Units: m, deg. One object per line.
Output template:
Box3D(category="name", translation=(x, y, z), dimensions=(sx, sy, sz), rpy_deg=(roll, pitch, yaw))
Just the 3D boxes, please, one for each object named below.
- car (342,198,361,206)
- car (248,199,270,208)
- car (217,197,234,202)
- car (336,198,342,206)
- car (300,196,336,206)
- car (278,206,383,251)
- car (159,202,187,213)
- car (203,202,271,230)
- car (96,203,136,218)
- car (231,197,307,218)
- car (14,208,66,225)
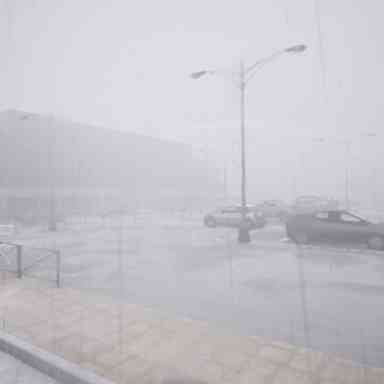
Box3D(category="car", translation=(25.670, 1.697, 54.661), dimensions=(3.633, 1.501, 1.845), rpy_deg=(-1, -1, 35))
Box3D(category="car", translation=(11.982, 1.975, 59.181), dimensions=(2.128, 1.511, 4.902), rpy_deg=(-1, -1, 35))
Box3D(category="car", translation=(5.837, 1.705, 50.488), dimensions=(2.150, 2.045, 5.566), rpy_deg=(-1, -1, 35))
Box3D(category="car", translation=(14.819, 1.423, 39.574), dimensions=(4.605, 1.855, 1.932), rpy_deg=(-1, -1, 35))
Box3D(category="car", translation=(13.476, 1.398, 36.964), dimensions=(3.866, 1.878, 1.905), rpy_deg=(-1, -1, 35))
Box3D(category="car", translation=(6.280, 1.526, 14.033), dimensions=(4.514, 1.523, 2.007), rpy_deg=(-1, -1, 35))
Box3D(category="car", translation=(-2.573, 2.095, 44.989), dimensions=(1.994, 1.385, 4.181), rpy_deg=(-1, -1, 36))
Box3D(category="car", translation=(2.642, 1.549, 21.095), dimensions=(3.806, 1.475, 1.970), rpy_deg=(-1, -1, 35))
Box3D(category="car", translation=(-8.364, 2.036, 36.844), dimensions=(1.837, 1.490, 4.892), rpy_deg=(-1, -1, 35))
Box3D(category="car", translation=(6.085, 1.475, 26.521), dimensions=(5.027, 1.636, 2.152), rpy_deg=(-1, -1, 35))
Box3D(category="car", translation=(-13.448, 2.095, 29.665), dimensions=(1.994, 1.385, 4.181), rpy_deg=(-1, 0, 35))
